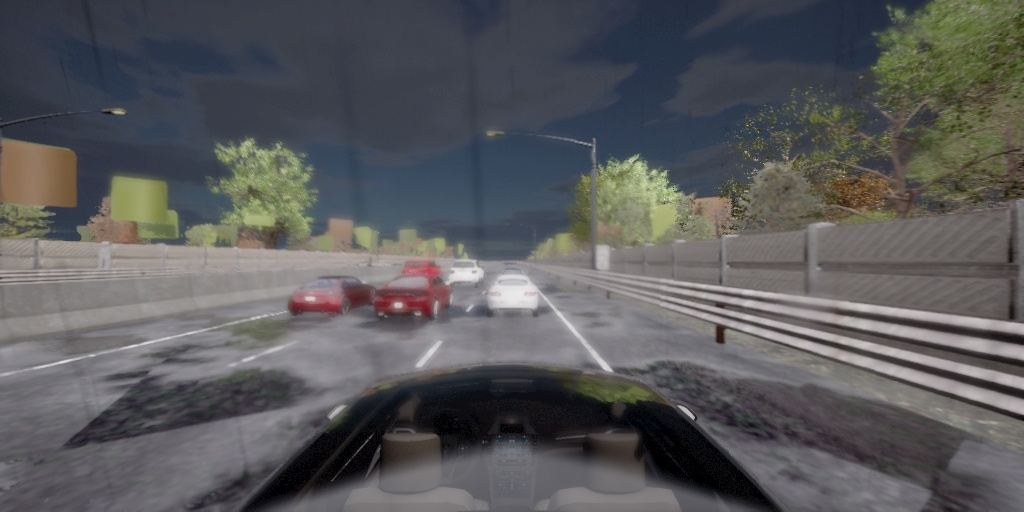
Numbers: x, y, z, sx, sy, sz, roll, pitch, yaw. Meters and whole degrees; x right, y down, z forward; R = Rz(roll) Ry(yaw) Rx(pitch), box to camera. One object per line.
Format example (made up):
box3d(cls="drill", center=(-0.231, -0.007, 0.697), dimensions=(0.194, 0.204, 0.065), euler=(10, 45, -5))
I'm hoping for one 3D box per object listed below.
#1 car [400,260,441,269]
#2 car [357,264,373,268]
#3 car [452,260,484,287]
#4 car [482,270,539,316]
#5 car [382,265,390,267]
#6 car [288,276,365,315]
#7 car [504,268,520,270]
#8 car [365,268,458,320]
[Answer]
box3d(cls="car", center=(-6.964, 1.328, 28.145), dimensions=(2.150, 2.045, 5.566), euler=(0, -1, 0))
box3d(cls="car", center=(-24.518, 2.078, 59.851), dimensions=(1.812, 1.442, 4.674), euler=(0, -1, 1))
box3d(cls="car", center=(-3.464, 1.327, 28.103), dimensions=(2.150, 2.045, 5.566), euler=(0, -1, 0))
box3d(cls="car", center=(0.043, 1.440, 14.012), dimensions=(1.812, 1.442, 4.674), euler=(0, -1, 1))
box3d(cls="car", center=(-21.020, 2.154, 59.978), dimensions=(1.895, 1.301, 4.718), euler=(0, -1, 1))
box3d(cls="car", center=(-6.952, 1.484, 14.415), dimensions=(1.994, 1.385, 4.181), euler=(0, -1, 0))
box3d(cls="car", center=(0.026, 1.637, 27.040), dimensions=(2.033, 1.411, 5.357), euler=(0, -1, 1))
box3d(cls="car", center=(-3.461, 1.384, 13.439), dimensions=(1.882, 1.535, 5.008), euler=(0, -1, 0))
